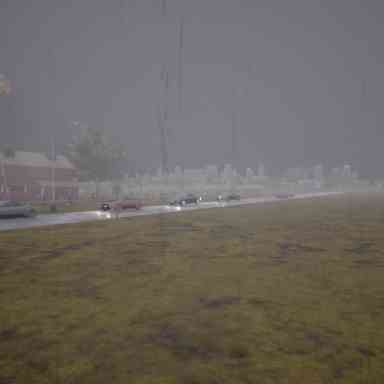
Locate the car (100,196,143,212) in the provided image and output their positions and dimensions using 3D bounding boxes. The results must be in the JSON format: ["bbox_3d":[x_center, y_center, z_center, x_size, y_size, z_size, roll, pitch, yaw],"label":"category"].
[{"bbox_3d":[-6.704,1.091,31.823,1.994,1.385,4.181,1,2,36],"label":"car"}]

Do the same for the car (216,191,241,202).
[{"bbox_3d":[5.353,0.596,48.374,2.128,1.511,4.902,1,2,37],"label":"car"}]

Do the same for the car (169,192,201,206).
[{"bbox_3d":[-0.807,0.827,39.946,1.837,1.490,4.892,1,2,36],"label":"car"}]

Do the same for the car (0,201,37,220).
[{"bbox_3d":[-13.062,1.307,23.079,1.994,1.385,4.181,1,2,35],"label":"car"}]

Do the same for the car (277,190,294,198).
[{"bbox_3d":[16.627,0.395,58.981,1.994,1.385,4.181,1,2,36],"label":"car"}]
